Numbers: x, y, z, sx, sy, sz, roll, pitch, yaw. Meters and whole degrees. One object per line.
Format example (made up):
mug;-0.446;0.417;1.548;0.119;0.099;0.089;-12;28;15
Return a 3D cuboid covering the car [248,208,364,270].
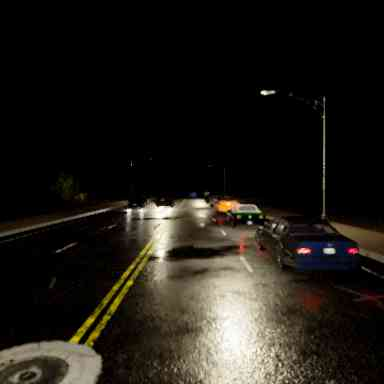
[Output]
car;3.360;1.467;10.637;2.033;1.411;5.357;0;0;0

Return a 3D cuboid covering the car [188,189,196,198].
car;0.082;0.684;84.418;1.882;1.535;5.008;0;0;0

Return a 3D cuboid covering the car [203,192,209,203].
car;3.302;1.017;54.004;2.033;1.649;4.856;0;0;0

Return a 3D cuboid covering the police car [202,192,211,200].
police car;3.323;0.837;76.114;1.930;1.638;5.238;0;0;0

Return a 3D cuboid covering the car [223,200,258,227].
car;3.270;1.441;21.037;1.895;1.301;4.718;0;0;0

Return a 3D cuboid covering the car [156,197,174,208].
car;-3.301;1.251;41.031;1.994;1.385;4.181;0;0;0

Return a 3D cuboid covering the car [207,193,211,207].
car;3.291;1.197;43.006;1.812;1.442;4.674;0;0;0

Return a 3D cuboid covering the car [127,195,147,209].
car;-6.553;1.200;40.179;1.837;1.490;4.892;0;0;0

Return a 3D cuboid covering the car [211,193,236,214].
car;3.280;1.109;31.975;2.097;1.767;4.553;0;0;0
